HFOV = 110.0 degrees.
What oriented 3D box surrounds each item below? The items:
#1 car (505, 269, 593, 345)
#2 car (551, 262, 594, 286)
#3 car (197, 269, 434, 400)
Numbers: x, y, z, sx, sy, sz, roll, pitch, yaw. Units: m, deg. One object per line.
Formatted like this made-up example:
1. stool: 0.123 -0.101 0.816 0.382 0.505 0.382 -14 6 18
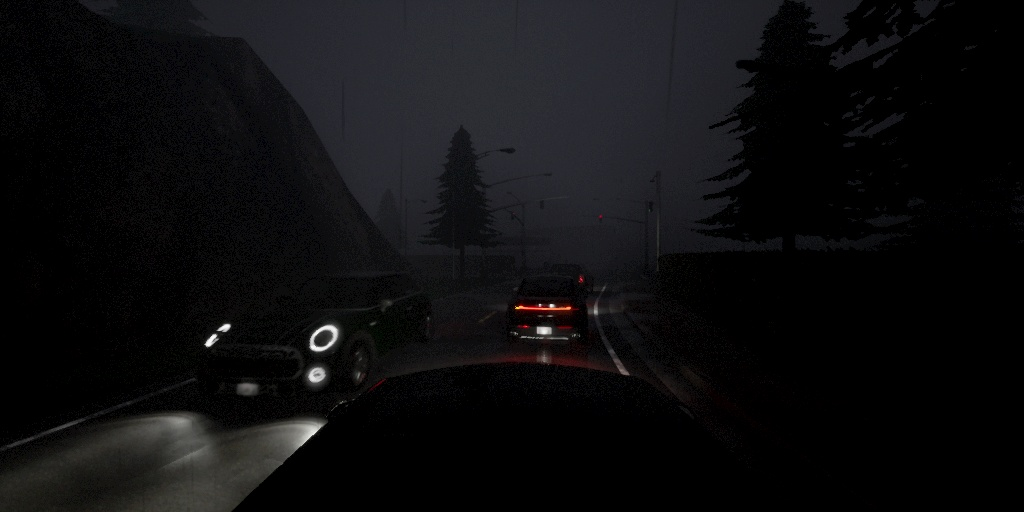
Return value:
1. car: 1.018 1.255 9.614 1.837 1.490 4.892 0 0 9
2. car: 3.018 1.102 18.535 2.097 1.767 4.553 0 0 17
3. car: -3.107 1.102 6.779 2.097 1.767 4.553 0 0 6
